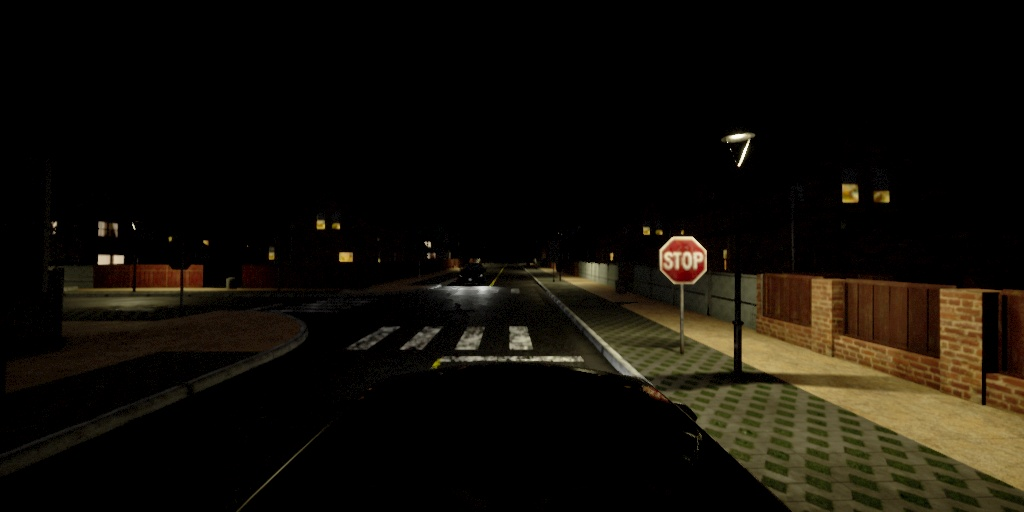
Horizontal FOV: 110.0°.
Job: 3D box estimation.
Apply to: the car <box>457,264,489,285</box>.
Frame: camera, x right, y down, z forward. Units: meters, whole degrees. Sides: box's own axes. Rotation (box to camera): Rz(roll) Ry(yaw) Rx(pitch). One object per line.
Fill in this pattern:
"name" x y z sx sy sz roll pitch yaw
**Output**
"car" -2.775 1.283 26.112 1.812 1.442 4.674 0 0 0
